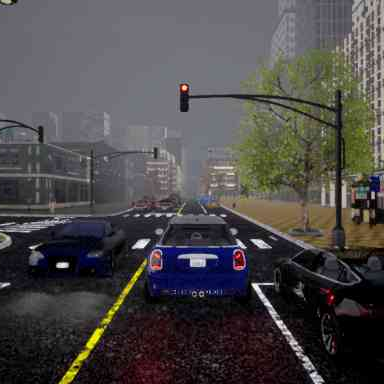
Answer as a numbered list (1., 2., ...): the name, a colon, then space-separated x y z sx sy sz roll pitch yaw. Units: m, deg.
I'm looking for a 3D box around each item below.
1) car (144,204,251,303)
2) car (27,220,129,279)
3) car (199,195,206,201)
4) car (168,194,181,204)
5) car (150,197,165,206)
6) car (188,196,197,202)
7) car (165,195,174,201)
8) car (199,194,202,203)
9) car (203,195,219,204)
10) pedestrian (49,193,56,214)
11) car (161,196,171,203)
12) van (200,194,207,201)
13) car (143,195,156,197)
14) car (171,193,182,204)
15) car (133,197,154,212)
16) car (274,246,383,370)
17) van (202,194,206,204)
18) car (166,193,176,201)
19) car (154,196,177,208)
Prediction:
1. car: 0.111 1.352 8.372 2.097 1.767 4.553 0 0 0
2. car: -3.129 1.565 9.923 1.994 1.385 4.181 0 0 -1
3. car: 2.812 1.534 88.311 1.752 1.417 4.829 0 0 0
4. car: -3.033 1.481 48.511 1.882 1.535 5.008 0 0 0
5. car: -5.614 1.555 54.844 2.008 1.369 4.403 0 0 0
6. car: 0.106 1.547 79.206 2.033 1.411 5.357 0 0 0
7. car: -5.577 1.559 82.599 2.008 1.369 4.403 0 0 0
8. car: 2.774 1.556 60.386 2.008 1.369 4.403 0 0 0
9. car: 2.752 1.528 43.903 1.752 1.417 4.829 0 0 0
10. pedestrian: -12.710 1.039 30.205 0.375 1.860 0.375 0 -1 -1
11. car: -5.592 1.532 71.327 1.752 1.417 4.829 0 0 0
12. van: 2.805 1.349 82.590 1.690 1.788 3.998 0 0 0
13. car: -5.628 1.318 43.742 2.192 1.841 5.009 0 0 0
14. car: -2.992 1.226 59.008 2.150 2.045 5.566 0 0 1
15. car: -5.636 1.584 38.191 1.802 1.307 4.206 0 0 0
16. car: 2.701 1.566 5.704 1.947 1.339 4.313 0 0 0
17. van: 2.760 1.345 49.284 1.690 1.788 3.998 0 0 0
18. car: -5.568 1.324 88.150 2.192 1.841 5.009 0 0 0
19. car: -3.041 1.528 38.477 1.812 1.442 4.674 0 0 -2
